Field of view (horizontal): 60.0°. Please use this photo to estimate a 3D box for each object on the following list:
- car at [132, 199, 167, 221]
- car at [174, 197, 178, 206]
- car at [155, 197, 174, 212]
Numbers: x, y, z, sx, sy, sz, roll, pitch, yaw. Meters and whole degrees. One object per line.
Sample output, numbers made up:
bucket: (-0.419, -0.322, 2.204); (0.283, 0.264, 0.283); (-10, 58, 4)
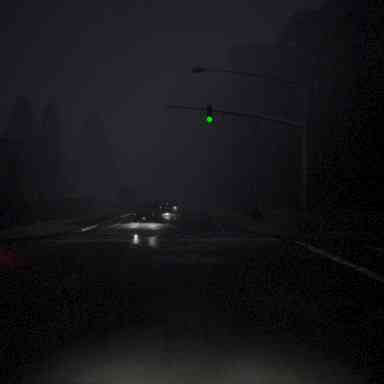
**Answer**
car: (-3.525, 1.547, 27.099); (2.033, 1.411, 5.357); (0, 0, 0)
car: (-3.383, 1.507, 53.446); (1.837, 1.490, 4.892); (0, -1, 1)
car: (-3.492, 1.352, 37.700); (2.097, 1.767, 4.553); (0, 0, 0)
